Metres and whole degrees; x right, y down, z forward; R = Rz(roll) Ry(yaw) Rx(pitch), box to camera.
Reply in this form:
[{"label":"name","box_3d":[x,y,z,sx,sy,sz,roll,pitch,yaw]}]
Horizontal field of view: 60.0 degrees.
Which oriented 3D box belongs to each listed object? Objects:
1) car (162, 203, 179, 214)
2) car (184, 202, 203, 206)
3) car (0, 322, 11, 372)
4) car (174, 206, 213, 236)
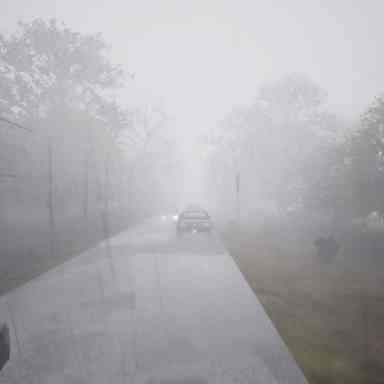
[{"label":"car","box_3d":[-2.704,2.029,41.858,1.895,1.301,4.718,0,-1,0]},{"label":"car","box_3d":[0.210,1.860,36.943,1.837,1.490,4.892,0,-1,0]},{"label":"car","box_3d":[-2.849,1.603,1.295,1.895,1.301,4.718,0,0,0]},{"label":"car","box_3d":[0.135,1.709,19.061,1.895,1.301,4.718,0,-1,0]}]
